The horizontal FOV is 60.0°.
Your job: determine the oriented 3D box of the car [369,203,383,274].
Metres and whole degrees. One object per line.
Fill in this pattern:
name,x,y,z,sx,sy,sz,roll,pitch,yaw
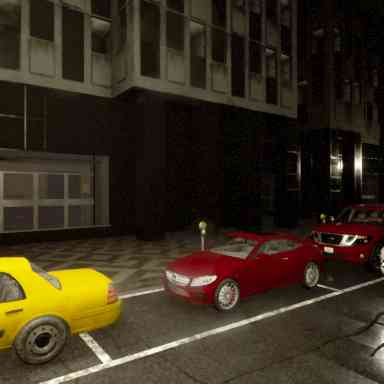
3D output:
car,7.005,1.221,8.355,5.566,2.045,2.150,0,0,-35

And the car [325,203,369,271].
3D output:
car,5.909,1.314,10.847,5.009,1.841,2.192,0,0,-35

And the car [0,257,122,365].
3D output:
car,-3.362,1.525,4.257,4.829,1.417,1.752,0,0,-35

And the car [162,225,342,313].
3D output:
car,1.342,1.581,7.601,4.206,1.307,1.802,0,0,-35
